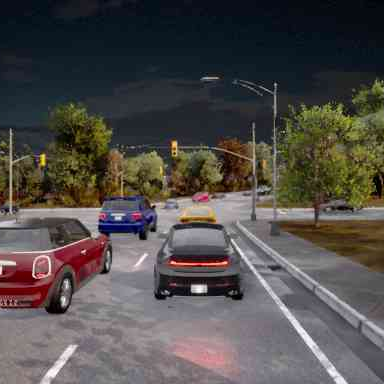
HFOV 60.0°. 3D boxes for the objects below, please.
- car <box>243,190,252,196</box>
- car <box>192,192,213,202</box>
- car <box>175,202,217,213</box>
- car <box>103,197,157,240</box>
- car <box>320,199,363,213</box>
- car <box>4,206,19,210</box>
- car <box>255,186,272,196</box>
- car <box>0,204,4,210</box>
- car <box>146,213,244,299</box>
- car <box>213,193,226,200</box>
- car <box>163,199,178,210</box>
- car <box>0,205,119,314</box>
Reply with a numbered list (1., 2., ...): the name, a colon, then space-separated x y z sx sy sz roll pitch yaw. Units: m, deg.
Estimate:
1. car: 14.627 0.267 84.324 1.994 1.385 4.181 0 3 33
2. car: 1.765 1.093 66.117 2.150 2.045 5.566 0 2 21
3. car: 0.348 1.518 17.846 1.882 1.535 5.008 0 0 2
4. car: -3.181 1.260 17.364 2.150 2.045 5.566 0 0 2
5. car: 16.385 1.534 37.011 4.902 1.511 2.128 -1 0 4
6. car: -21.174 1.827 35.662 4.718 1.301 1.895 -1 0 3
7. car: 17.947 0.150 83.044 1.882 1.535 5.008 0 3 33
8. car: -21.519 1.709 32.172 4.902 1.511 2.128 -1 0 4
9. car: 0.154 1.517 8.467 1.837 1.490 4.892 0 0 1
10. car: 6.156 0.919 76.245 2.033 1.411 5.357 0 3 26
11. car: -2.928 1.657 45.781 1.812 1.442 4.674 0 0 -4
12. car: -3.353 1.363 7.801 2.097 1.767 4.553 0 0 1
